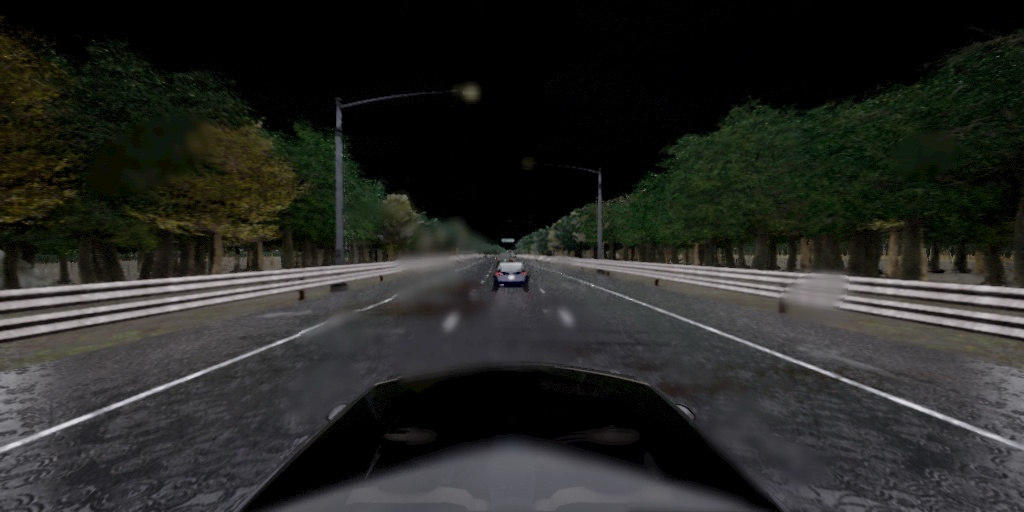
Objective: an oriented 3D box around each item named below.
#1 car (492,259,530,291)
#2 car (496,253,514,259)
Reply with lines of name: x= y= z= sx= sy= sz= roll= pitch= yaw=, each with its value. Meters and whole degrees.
car: x=-0.074 y=1.110 z=20.559 sx=2.163 sy=1.488 sz=4.792 roll=0 pitch=0 yaw=-1
car: x=-0.867 y=0.641 z=45.921 sx=2.150 sy=2.045 sz=5.566 roll=0 pitch=1 yaw=-2
